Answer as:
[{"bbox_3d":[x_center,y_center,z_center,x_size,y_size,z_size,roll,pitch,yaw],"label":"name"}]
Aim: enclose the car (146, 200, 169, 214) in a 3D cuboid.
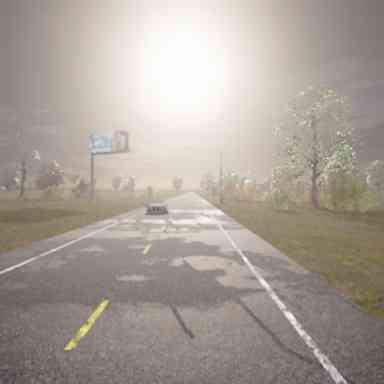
[{"bbox_3d":[-3.486,1.471,34.228,1.994,1.385,4.181,0,0,0],"label":"car"}]
